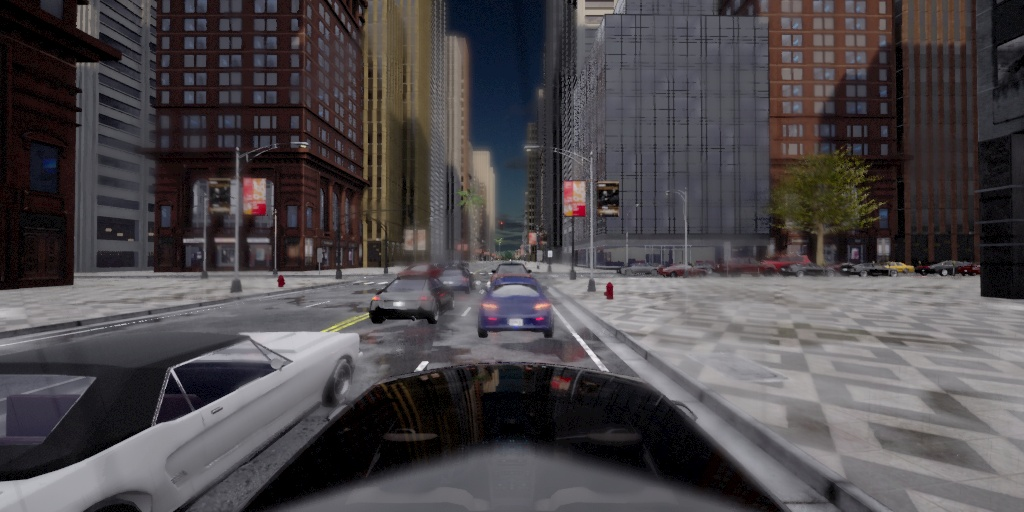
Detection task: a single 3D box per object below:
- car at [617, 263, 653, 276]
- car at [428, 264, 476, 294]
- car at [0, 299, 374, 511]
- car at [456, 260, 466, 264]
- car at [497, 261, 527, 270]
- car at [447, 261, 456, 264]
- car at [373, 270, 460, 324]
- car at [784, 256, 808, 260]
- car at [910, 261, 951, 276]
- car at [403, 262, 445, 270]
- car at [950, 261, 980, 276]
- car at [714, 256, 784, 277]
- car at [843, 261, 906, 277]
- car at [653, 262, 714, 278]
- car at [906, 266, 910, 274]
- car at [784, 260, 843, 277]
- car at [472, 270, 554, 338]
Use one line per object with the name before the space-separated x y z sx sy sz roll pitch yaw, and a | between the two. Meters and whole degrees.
car | 13.240 1.382 37.872 4.181 1.385 1.994 0 -1 -1
car | -3.174 1.352 20.473 1.994 1.385 4.181 0 0 0
car | -3.155 1.351 3.262 1.895 1.301 4.718 0 0 0
car | -9.893 1.543 63.103 2.128 1.511 4.902 0 0 0
car | -0.021 1.135 19.080 2.097 1.767 4.553 0 0 0
car | -9.904 1.543 52.818 1.994 1.385 4.181 0 0 0
car | -3.164 1.326 12.085 1.994 1.385 4.181 0 0 0
car | 28.587 0.990 38.130 5.566 2.045 2.150 0 -1 -1
car | 42.758 1.203 35.215 4.892 1.490 1.837 0 -1 -1
car | -6.491 1.287 25.434 1.882 1.535 5.008 -1 0 6
car | 43.467 1.211 32.602 4.507 1.381 1.888 0 0 -1
car | 20.918 1.039 32.224 5.009 1.841 2.192 0 0 -1
car | 32.192 1.257 32.412 4.313 1.339 1.948 0 0 -1
car | 15.279 1.325 32.129 4.207 1.307 1.802 0 0 -1
car | 43.161 1.292 41.122 4.829 1.417 1.751 0 0 -1
car | 26.555 1.273 32.318 4.313 1.339 1.948 0 0 -1
car | 0.094 1.284 10.095 1.812 1.442 4.674 0 0 0
